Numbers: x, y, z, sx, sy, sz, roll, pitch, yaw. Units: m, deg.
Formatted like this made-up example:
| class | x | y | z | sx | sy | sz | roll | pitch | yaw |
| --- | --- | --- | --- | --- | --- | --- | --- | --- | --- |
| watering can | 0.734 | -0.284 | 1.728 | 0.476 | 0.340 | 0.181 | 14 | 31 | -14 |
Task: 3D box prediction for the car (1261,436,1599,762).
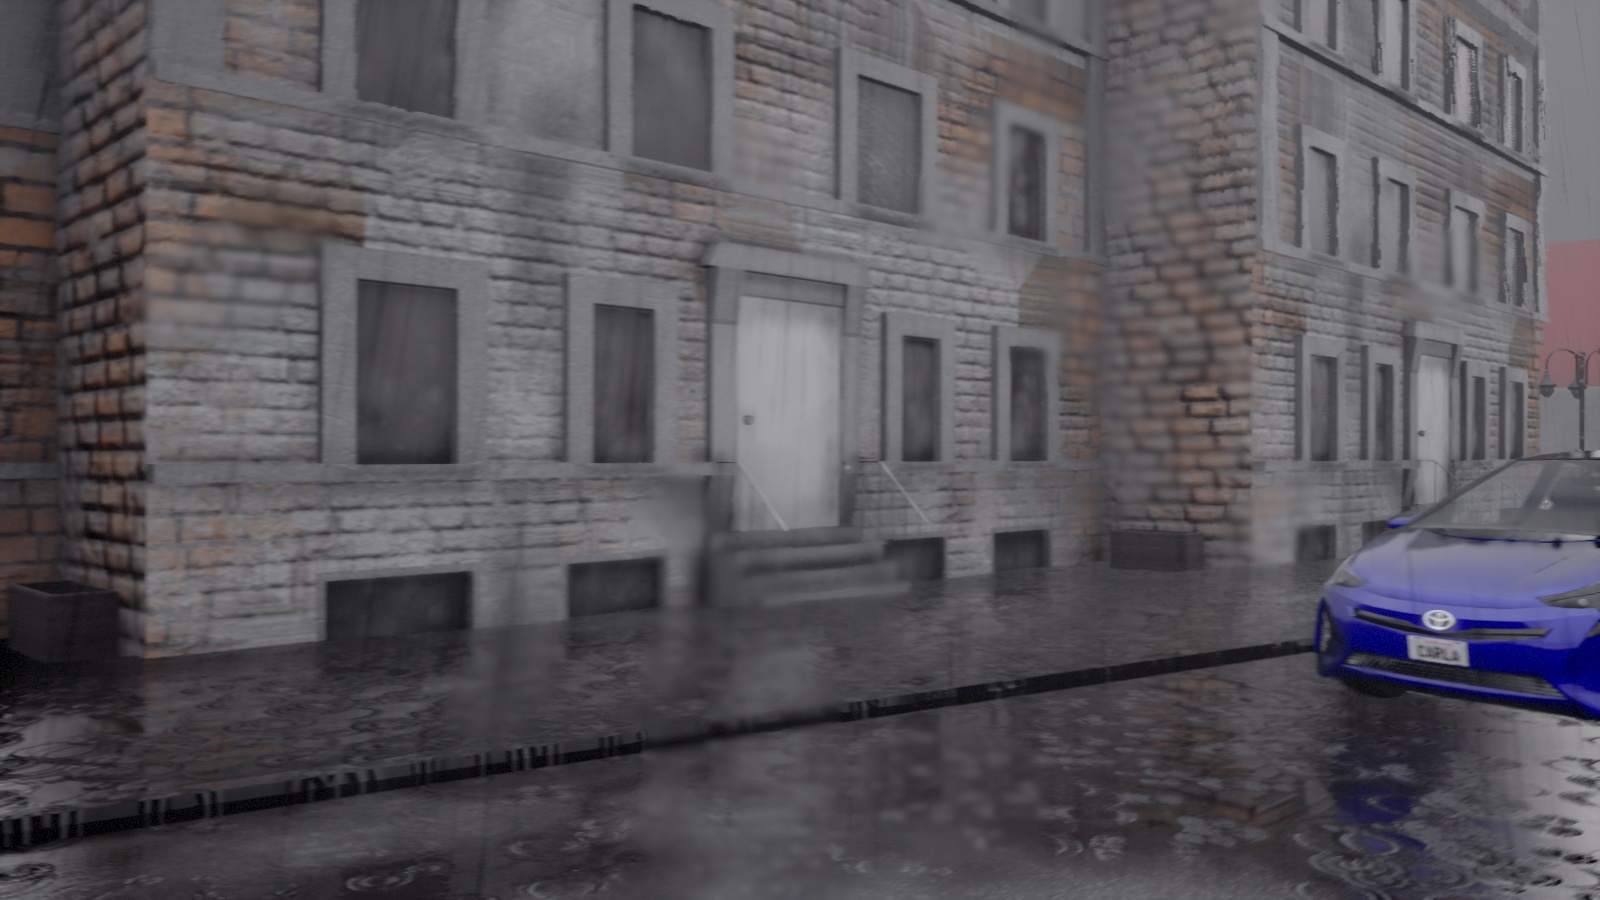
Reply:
| class | x | y | z | sx | sy | sz | roll | pitch | yaw |
| --- | --- | --- | --- | --- | --- | --- | --- | --- | --- |
| car | 5.134 | 0.700 | 7.844 | 4.514 | 1.525 | 2.007 | 0 | 0 | -35 |
